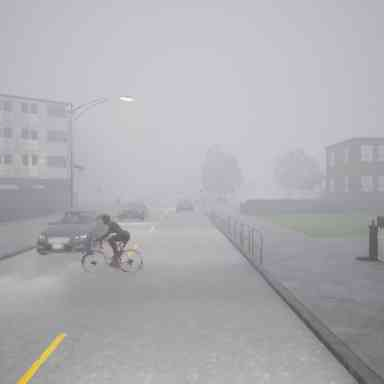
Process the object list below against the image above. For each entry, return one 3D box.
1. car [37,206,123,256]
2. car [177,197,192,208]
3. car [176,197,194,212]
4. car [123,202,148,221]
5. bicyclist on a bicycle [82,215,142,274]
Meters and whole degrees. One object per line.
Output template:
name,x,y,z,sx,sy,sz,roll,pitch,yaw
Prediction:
car,-4.373,1.492,13.154,2.128,1.511,4.902,0,0,-1
car,-1.037,1.491,48.303,2.128,1.511,4.902,0,0,-1
car,-0.773,1.564,38.405,1.994,1.385,4.181,0,0,-1
car,-4.675,1.526,27.152,1.812,1.442,4.674,0,0,-1
bicyclist on a bicycle,-2.181,1.452,9.078,1.656,1.620,0.582,-1,0,-1
